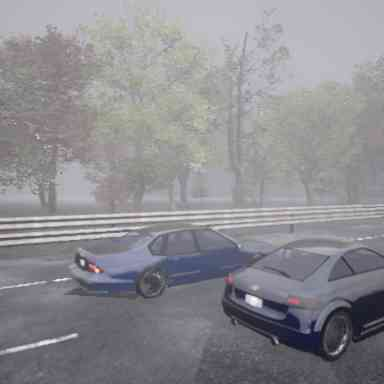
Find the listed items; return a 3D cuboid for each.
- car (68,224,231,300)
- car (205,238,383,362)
[{"bbox_3d":[-0.193,1.521,8.324,5.357,1.411,2.033,0,0,-34],"label":"car"},{"bbox_3d":[2.564,1.554,5.937,4.181,1.385,1.994,0,0,-34],"label":"car"}]
